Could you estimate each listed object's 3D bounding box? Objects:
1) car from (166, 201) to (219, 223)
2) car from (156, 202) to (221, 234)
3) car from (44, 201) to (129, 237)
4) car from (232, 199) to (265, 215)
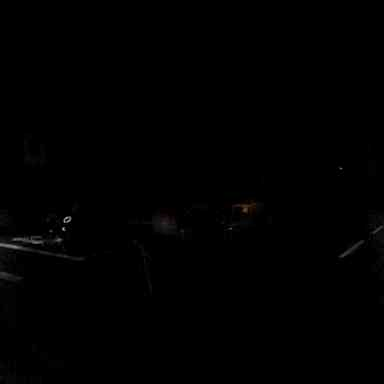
[{"bbox_3d":[0.139,1.508,26.351,1.812,1.442,4.674,0,0,35],"label":"car"},{"bbox_3d":[-0.051,1.483,19.419,2.128,1.511,4.902,0,0,33],"label":"car"},{"bbox_3d":[-5.617,1.335,18.120,2.097,1.767,4.553,0,0,35],"label":"car"},{"bbox_3d":[5.914,1.460,34.586,1.882,1.535,5.008,0,0,35],"label":"car"}]
